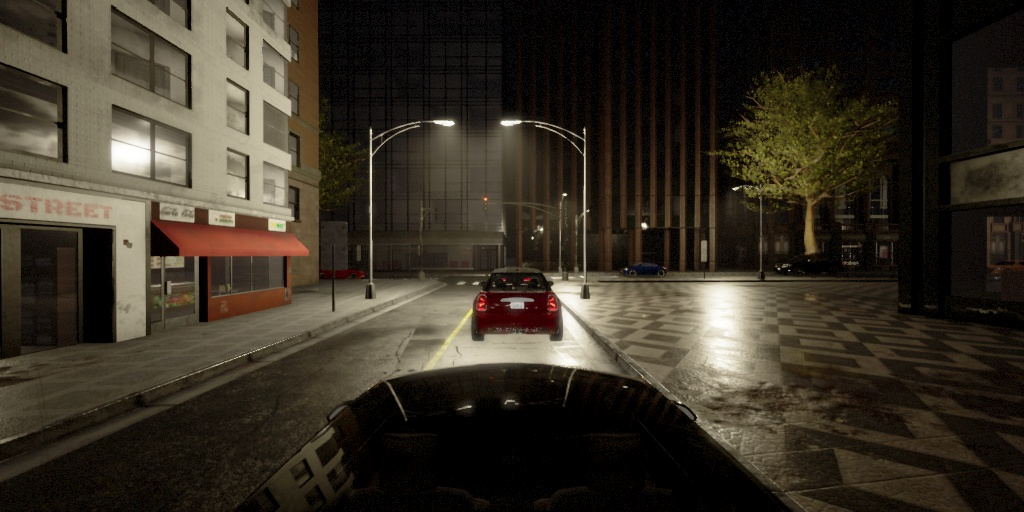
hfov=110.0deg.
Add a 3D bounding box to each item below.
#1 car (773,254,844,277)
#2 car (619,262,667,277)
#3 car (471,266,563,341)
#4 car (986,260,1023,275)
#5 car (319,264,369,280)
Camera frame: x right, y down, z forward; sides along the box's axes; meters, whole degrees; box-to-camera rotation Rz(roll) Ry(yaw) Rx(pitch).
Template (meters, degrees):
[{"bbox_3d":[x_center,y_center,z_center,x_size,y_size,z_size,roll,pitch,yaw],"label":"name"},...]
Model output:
[{"bbox_3d":[27.895,0.867,33.751,5.566,2.045,2.150,0,0,0],"label":"car"},{"bbox_3d":[12.324,1.257,33.848,4.181,1.385,1.994,0,0,0],"label":"car"},{"bbox_3d":[0.123,1.101,9.982,2.097,1.767,4.553,0,0,0],"label":"car"},{"bbox_3d":[46.817,1.132,33.560,5.008,1.535,1.882,0,0,0],"label":"car"},{"bbox_3d":[-14.354,1.372,30.772,4.181,1.385,1.994,0,0,1],"label":"car"}]
